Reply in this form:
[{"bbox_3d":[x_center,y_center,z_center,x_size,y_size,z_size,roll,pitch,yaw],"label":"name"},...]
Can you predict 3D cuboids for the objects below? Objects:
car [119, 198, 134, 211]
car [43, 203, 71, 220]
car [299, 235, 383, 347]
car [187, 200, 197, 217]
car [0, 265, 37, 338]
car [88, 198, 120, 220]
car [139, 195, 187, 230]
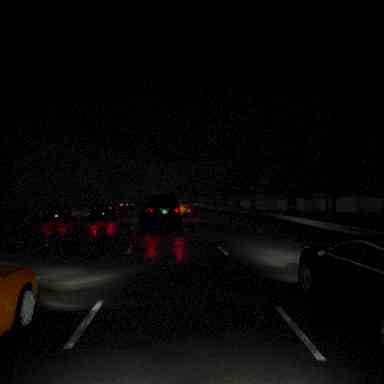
[{"bbox_3d":[-8.233,1.449,38.972,2.033,1.411,5.357,0,0,-25],"label":"car"},{"bbox_3d":[-11.093,1.531,27.608,1.895,1.301,4.718,0,0,-18],"label":"car"},{"bbox_3d":[3.408,1.478,5.643,2.128,1.511,4.902,0,0,-3],"label":"car"},{"bbox_3d":[-1.050,1.401,30.446,1.882,1.535,5.008,0,0,-18],"label":"car"},{"bbox_3d":[-3.516,1.468,3.708,1.882,1.535,5.008,0,0,-2],"label":"car"},{"bbox_3d":[-7.440,1.423,27.412,2.128,1.511,4.902,0,0,-17],"label":"car"},{"bbox_3d":[-2.096,1.171,20.982,2.150,2.045,5.566,0,0,-13],"label":"car"}]
